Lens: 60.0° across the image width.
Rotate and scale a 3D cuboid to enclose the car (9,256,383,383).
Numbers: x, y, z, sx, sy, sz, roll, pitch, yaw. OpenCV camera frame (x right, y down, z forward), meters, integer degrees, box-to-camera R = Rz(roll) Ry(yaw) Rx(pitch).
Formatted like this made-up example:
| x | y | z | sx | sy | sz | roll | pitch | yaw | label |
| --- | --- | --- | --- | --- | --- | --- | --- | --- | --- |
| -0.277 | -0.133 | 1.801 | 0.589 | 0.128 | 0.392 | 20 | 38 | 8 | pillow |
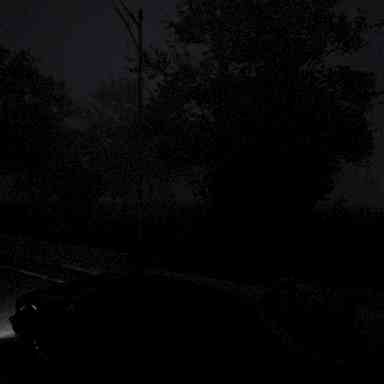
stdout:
| x | y | z | sx | sy | sz | roll | pitch | yaw | label |
| --- | --- | --- | --- | --- | --- | --- | --- | --- | --- |
| -0.039 | 1.548 | 4.017 | 5.357 | 1.411 | 2.033 | 0 | 0 | 35 | car |
